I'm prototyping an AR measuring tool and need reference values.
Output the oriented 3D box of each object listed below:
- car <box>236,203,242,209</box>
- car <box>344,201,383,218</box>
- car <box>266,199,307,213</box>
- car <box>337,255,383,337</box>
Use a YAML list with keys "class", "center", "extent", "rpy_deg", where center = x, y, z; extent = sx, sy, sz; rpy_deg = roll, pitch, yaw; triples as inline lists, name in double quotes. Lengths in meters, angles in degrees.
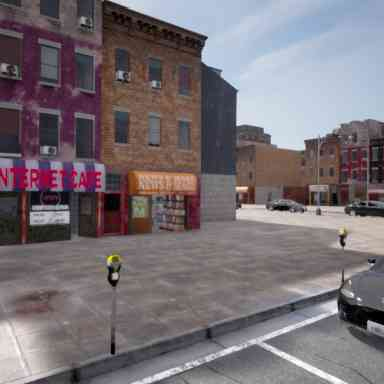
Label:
- class: "car"
  center: [4.360, 1.622, 45.151]
  extent: [2.033, 1.411, 5.357]
  rpy_deg: [1, 0, -36]
- class: "car"
  center: [15.843, 1.539, 28.975]
  extent: [1.837, 1.490, 4.892]
  rpy_deg: [1, 0, -35]
- class: "car"
  center: [10.359, 1.545, 36.706]
  extent: [2.128, 1.511, 4.902]
  rpy_deg: [1, 0, -35]
- class: "car"
  center: [4.409, 1.567, 5.943]
  extent: [4.313, 1.339, 1.947]
  rpy_deg: [0, 0, -35]
